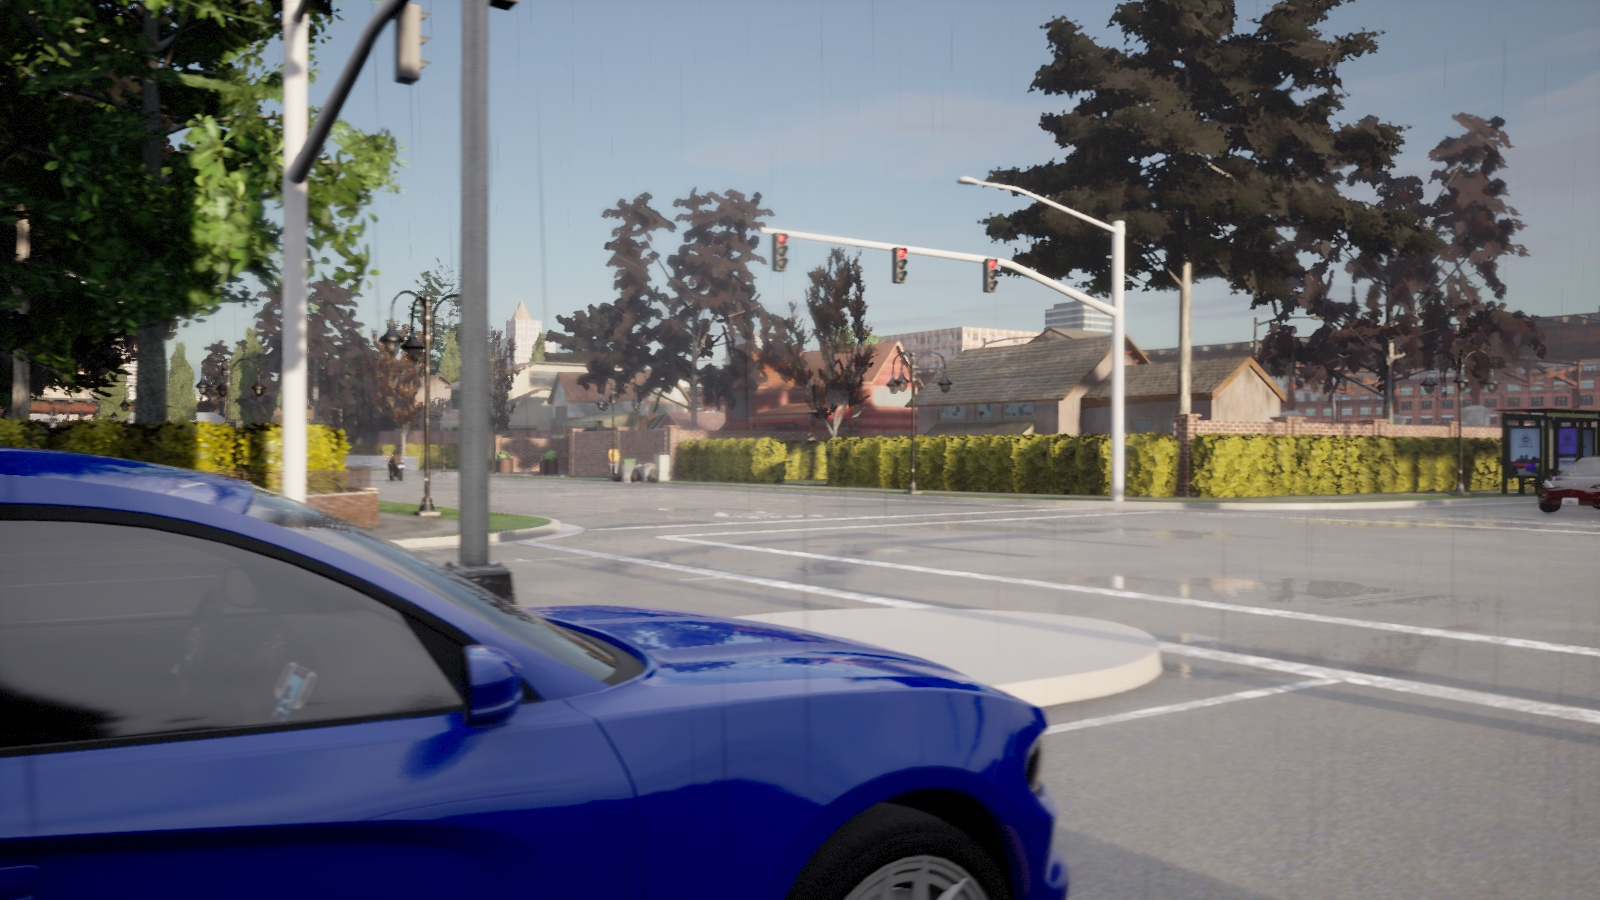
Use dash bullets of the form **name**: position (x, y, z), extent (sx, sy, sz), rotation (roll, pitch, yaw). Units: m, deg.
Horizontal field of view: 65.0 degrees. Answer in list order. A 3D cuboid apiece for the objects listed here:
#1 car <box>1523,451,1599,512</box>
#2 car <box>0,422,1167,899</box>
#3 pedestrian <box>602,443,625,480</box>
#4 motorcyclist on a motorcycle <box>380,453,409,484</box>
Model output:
- **car**: position (20.835, 0.761, 32.198), extent (4.792, 1.488, 2.163), rotation (0, 0, -35)
- **car**: position (-1.679, 0.732, 2.491), extent (5.008, 1.535, 1.882), rotation (0, 0, -35)
- **pedestrian**: position (-9.308, 0.569, 62.631), extent (0.874, 1.855, 0.900), rotation (0, 0, -30)
- **motorcyclist on a motorcycle**: position (-20.487, 0.916, 63.379), extent (0.797, 1.523, 2.044), rotation (0, 0, -35)
